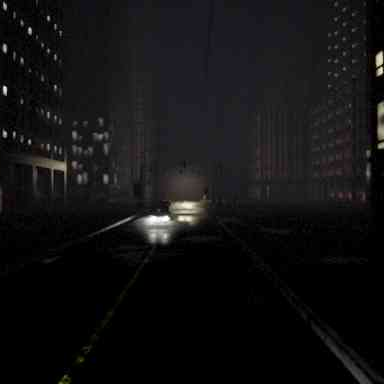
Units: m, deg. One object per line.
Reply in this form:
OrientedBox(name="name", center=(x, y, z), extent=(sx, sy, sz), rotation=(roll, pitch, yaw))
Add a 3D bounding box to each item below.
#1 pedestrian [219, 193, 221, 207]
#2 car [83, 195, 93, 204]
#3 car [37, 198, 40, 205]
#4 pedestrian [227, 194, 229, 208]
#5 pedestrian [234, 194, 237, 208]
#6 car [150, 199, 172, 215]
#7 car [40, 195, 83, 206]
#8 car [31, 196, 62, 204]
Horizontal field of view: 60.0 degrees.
OrientedBox(name="pedestrian", center=(3.641, 1.089, 43.904), extent=(0.375, 1.860, 0.375), rotation=(0, 0, 0))
OrientedBox(name="car", center=(-19.197, 1.296, 56.981), extent=(4.097, 1.590, 1.967), rotation=(0, 0, -1))
OrientedBox(name="car", center=(-24.736, 1.116, 48.281), extent=(5.009, 1.841, 2.192), rotation=(0, 0, -1))
OrientedBox(name="pedestrian", center=(4.641, 1.122, 42.703), extent=(0.375, 1.860, 0.375), rotation=(0, 0, 0))
OrientedBox(name="pedestrian", center=(5.641, 1.178, 43.303), extent=(0.375, 1.860, 0.375), rotation=(0, 0, 0))
OrientedBox(name="car", center=(-3.067, 1.456, 33.394), extent=(2.128, 1.511, 4.902), rotation=(0, 0, 0))
OrientedBox(name="car", center=(-18.888, 1.361, 48.345), extent=(4.829, 1.417, 1.752), rotation=(0, 0, -1))
OrientedBox(name="car", center=(-24.875, 1.373, 56.858), extent=(4.403, 1.369, 2.008), rotation=(0, 0, -1))
